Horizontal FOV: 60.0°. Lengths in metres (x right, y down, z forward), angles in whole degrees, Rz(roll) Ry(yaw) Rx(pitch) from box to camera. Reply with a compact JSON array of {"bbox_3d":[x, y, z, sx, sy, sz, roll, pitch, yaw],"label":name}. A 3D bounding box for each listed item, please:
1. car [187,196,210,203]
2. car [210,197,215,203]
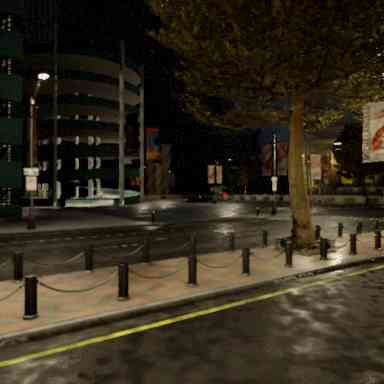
[{"bbox_3d":[0.910,1.556,67.690,1.994,1.385,4.181,0,0,-40],"label":"car"},{"bbox_3d":[2.821,1.524,70.838,2.128,1.511,4.902,0,0,-41],"label":"car"}]
